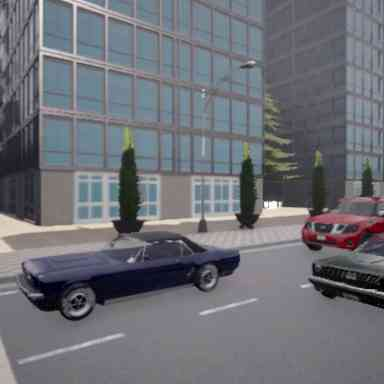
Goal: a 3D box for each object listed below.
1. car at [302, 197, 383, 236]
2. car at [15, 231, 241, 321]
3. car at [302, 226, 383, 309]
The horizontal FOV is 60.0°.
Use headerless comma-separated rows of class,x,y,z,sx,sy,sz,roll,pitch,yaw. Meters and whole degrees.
car,6.720,1.228,13.070,5.566,2.045,2.150,0,0,-35
car,-1.232,1.603,7.408,4.718,1.301,1.895,0,0,-35
car,4.686,1.605,7.320,4.718,1.301,1.895,0,0,-35
